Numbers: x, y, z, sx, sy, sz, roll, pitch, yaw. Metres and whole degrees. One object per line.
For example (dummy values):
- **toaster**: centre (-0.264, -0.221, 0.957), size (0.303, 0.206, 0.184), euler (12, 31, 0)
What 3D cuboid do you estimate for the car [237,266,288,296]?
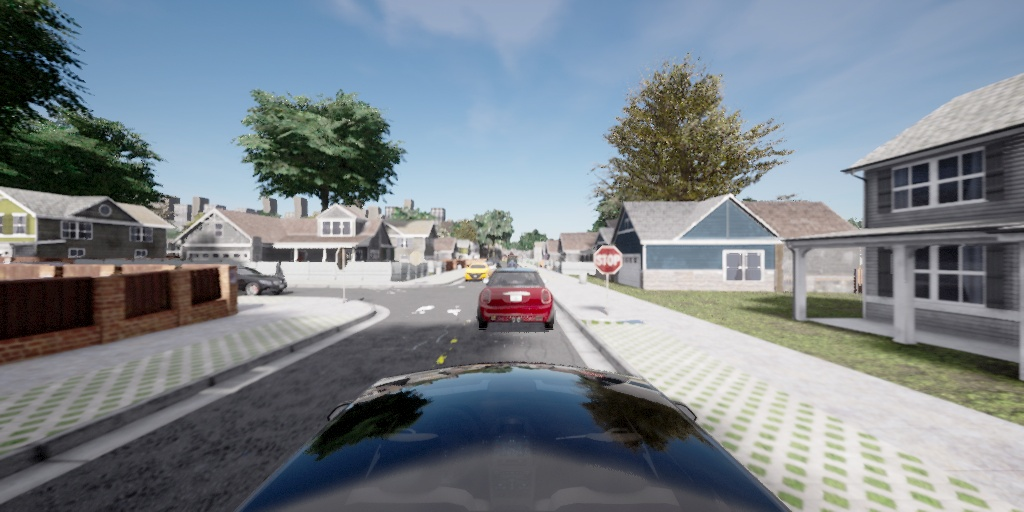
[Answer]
- **car**: centre (-13.551, 1.182, 17.571), size (4.674, 1.442, 1.812), euler (1, 0, 2)

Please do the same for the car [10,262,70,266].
- **car**: centre (-22.896, 1.039, 17.615), size (4.902, 1.511, 2.128), euler (1, 0, 0)

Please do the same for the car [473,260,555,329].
- **car**: centre (0.104, 1.138, 11.542), size (2.097, 1.767, 4.553), euler (0, 0, 0)

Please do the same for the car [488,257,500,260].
- **car**: centre (-2.808, 1.196, 54.480), size (2.150, 2.045, 5.566), euler (0, 0, 1)

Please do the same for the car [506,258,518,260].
- **car**: centre (0.018, 1.565, 62.027), size (2.033, 1.411, 5.357), euler (0, 0, 0)

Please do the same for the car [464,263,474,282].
- **car**: centre (-2.873, 1.345, 31.145), size (1.882, 1.535, 5.008), euler (0, 0, 2)
